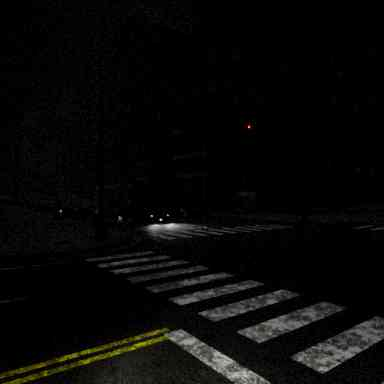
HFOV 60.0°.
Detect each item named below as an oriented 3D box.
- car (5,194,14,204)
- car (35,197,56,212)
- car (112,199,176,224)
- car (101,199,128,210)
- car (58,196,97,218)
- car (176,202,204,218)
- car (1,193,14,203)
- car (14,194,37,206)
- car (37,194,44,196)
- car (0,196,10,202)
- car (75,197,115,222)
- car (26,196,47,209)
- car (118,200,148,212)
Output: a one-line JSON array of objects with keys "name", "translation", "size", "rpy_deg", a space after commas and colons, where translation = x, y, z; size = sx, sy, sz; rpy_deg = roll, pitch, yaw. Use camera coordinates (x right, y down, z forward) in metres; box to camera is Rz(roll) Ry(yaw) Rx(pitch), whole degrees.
[{"name": "car", "translation": [-32.763, 1.553, 61.617], "size": [2.008, 1.369, 4.403], "rpy_deg": [0, 0, -35]}, {"name": "car", "translation": [-16.787, 1.564, 39.167], "size": [1.802, 1.307, 4.206], "rpy_deg": [0, 0, -35]}, {"name": "car", "translation": [-3.765, 1.541, 25.212], "size": [2.033, 1.411, 5.357], "rpy_deg": [0, 0, -37]}, {"name": "car", "translation": [-10.249, 1.580, 43.820], "size": [1.947, 1.339, 4.313], "rpy_deg": [0, 0, -35]}, {"name": "car", "translation": [-10.397, 1.422, 30.187], "size": [1.967, 1.590, 4.097], "rpy_deg": [0, 0, -35]}, {"name": "car", "translation": [-0.663, 1.581, 30.349], "size": [1.947, 1.339, 4.313], "rpy_deg": [0, 0, -35]}, {"name": "car", "translation": [-39.153, 1.558, 70.597], "size": [1.887, 1.381, 4.507], "rpy_deg": [0, 0, -35]}, {"name": "car", "translation": [-26.373, 1.432, 52.637], "size": [1.967, 1.590, 4.097], "rpy_deg": [0, 0, -35]}, {"name": "car", "translation": [-35.810, 1.491, 79.741], "size": [1.967, 1.590, 4.097], "rpy_deg": [0, 0, -35]}, {"name": "car", "translation": [-42.349, 1.601, 75.087], "size": [1.802, 1.307, 4.206], "rpy_deg": [0, 0, -35]}, {"name": "car", "translation": [-7.202, 1.423, 25.697], "size": [1.967, 1.590, 4.097], "rpy_deg": [0, 0, -35]}, {"name": "car", "translation": [-19.982, 1.535, 43.657], "size": [2.008, 1.369, 4.403], "rpy_deg": [0, 0, -35]}, {"name": "car", "translation": [-7.054, 1.595, 39.330], "size": [1.802, 1.307, 4.206], "rpy_deg": [0, 0, -35]}]
